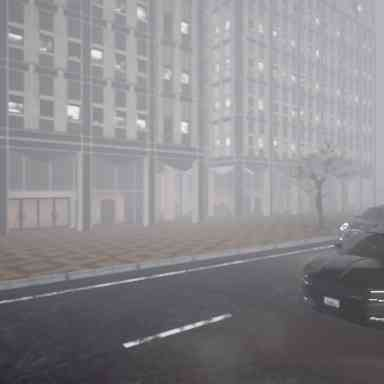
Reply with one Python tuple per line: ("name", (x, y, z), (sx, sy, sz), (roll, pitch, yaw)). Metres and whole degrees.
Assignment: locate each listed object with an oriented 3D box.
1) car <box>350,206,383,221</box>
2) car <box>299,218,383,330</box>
("car", (7.951, 1.349, 13.513), (4.553, 1.767, 2.097), (0, 0, -36))
("car", (4.236, 1.476, 6.755), (5.008, 1.535, 1.882), (0, 0, -36))
